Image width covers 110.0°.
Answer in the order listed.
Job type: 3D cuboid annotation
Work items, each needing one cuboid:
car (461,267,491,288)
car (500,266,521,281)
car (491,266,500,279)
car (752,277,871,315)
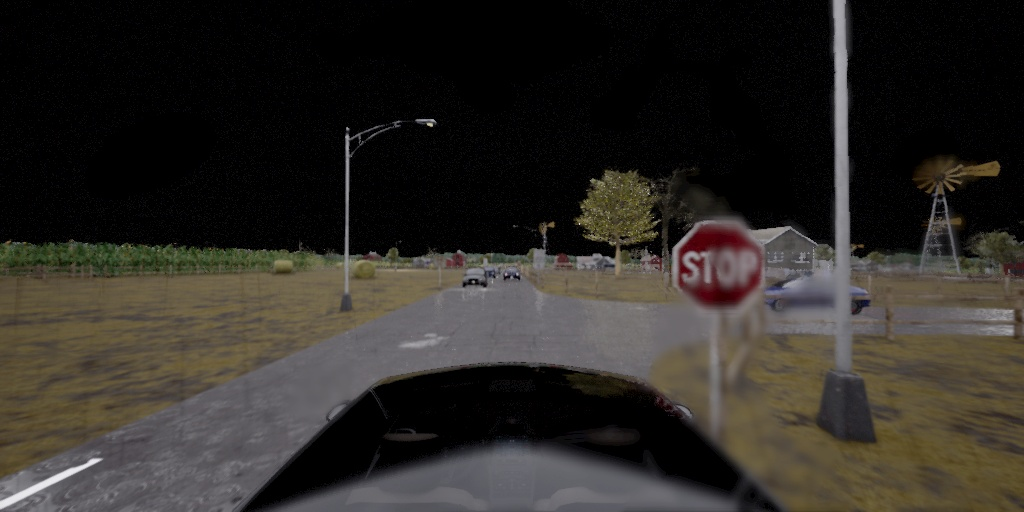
[{"bbox_3d":[-2.888,1.700,28.770,1.837,1.490,4.892,0,-1,-1],"label":"car"},{"bbox_3d":[-0.011,2.036,40.045,1.895,1.301,4.718,0,-1,0],"label":"car"},{"bbox_3d":[-2.969,2.101,45.401,2.033,1.411,5.357,0,-1,0],"label":"car"},{"bbox_3d":[12.500,1.641,15.346,4.674,1.442,1.812,1,0,1],"label":"car"}]
